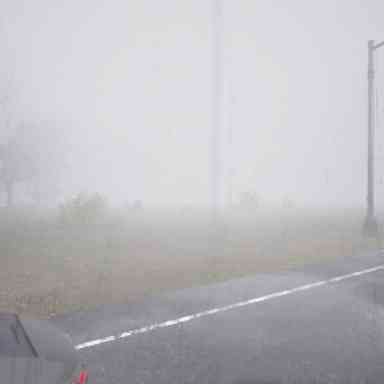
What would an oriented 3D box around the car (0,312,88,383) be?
[{"bbox_3d":[-2.791,1.558,2.002,4.181,1.385,1.994,0,0,-35],"label":"car"}]
